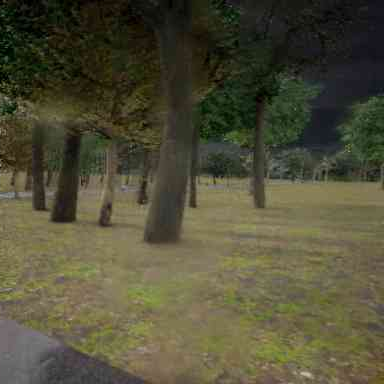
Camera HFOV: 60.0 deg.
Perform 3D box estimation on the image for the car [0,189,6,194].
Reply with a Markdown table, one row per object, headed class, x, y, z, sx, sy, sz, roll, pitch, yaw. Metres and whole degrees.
| class | x | y | z | sx | sy | sz | roll | pitch | yaw |
| --- | --- | --- | --- | --- | --- | --- | --- | --- | --- |
| car | -47.466 | -0.209 | 79.732 | 1.882 | 1.535 | 5.008 | 4 | 4 | 35 |
